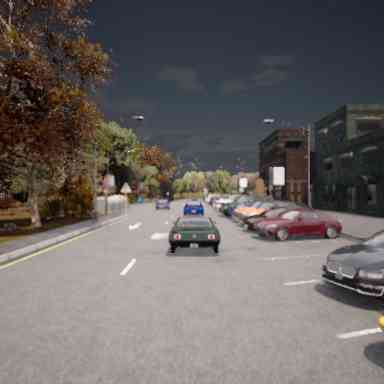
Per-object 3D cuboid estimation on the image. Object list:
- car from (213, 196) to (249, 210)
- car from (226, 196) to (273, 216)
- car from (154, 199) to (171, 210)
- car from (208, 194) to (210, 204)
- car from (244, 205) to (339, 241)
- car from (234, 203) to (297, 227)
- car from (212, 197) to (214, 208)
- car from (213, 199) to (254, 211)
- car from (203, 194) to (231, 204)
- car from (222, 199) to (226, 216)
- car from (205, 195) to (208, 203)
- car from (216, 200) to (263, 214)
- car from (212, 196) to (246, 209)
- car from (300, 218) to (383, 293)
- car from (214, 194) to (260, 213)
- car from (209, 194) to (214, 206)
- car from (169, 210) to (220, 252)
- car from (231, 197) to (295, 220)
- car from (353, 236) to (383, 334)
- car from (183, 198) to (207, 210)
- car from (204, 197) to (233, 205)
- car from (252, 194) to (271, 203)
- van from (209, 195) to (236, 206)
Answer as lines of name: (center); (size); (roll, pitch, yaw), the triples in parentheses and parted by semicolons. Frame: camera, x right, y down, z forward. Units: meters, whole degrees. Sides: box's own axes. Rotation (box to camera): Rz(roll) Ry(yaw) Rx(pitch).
car: (5.450, 1.539, 46.714); (4.553, 1.767, 2.185); (1, -1, -20)
car: (5.402, 1.438, 25.709); (4.553, 1.767, 2.185); (1, 0, -20)
car: (-3.963, 1.696, 45.310); (1.812, 1.442, 4.674); (0, 0, 0)
car: (5.558, 1.595, 55.732); (4.553, 1.767, 2.185); (1, 0, -20)
car: (5.334, 1.573, 16.696); (4.674, 1.452, 2.002); (1, 0, -20)
car: (5.315, 1.571, 19.688); (4.792, 1.488, 2.163); (1, 0, -20)
car: (5.242, 1.596, 34.641); (5.366, 1.575, 1.946); (1, 0, -20)
car: (5.440, 1.677, 43.699); (4.792, 1.488, 2.163); (1, 0, -20)
car: (5.589, 1.588, 73.773); (5.566, 2.045, 2.435); (1, -1, -20)
car: (5.380, 1.615, 28.705); (4.674, 1.452, 2.002); (1, -1, -20)
car: (5.528, 1.740, 58.734); (5.008, 1.535, 2.097); (1, -1, -20)
car: (5.404, 1.646, 37.698); (4.792, 1.488, 2.163); (1, 0, -20)
car: (5.465, 1.557, 49.715); (4.553, 1.767, 2.185); (1, -1, -20)
car: (5.318, 1.508, 7.695); (4.892, 1.521, 2.231); (1, 0, -20)
car: (5.390, 1.337, 31.684); (5.566, 2.045, 2.435); (1, 0, -20)
car: (5.426, 1.380, 40.701); (5.566, 2.045, 2.435); (1, 0, -20)
car: (0.103, 1.640, 14.107); (1.895, 1.301, 4.718); (0, 0, 0)
car: (5.388, 1.427, 22.708); (4.553, 1.767, 2.185); (1, 0, -20)
car: (5.133, 1.493, 4.631); (5.366, 1.575, 1.946); (1, 0, -20)
car: (0.165, 1.583, 32.346); (1.882, 1.535, 5.008); (0, 0, 0)
car: (5.384, 1.793, 67.679); (5.366, 1.575, 1.946); (1, 0, -20)
car: (18.596, 1.702, 89.731); (2.435, 2.045, 5.566); (0, 0, -21)
van: (5.657, 1.536, 61.781); (4.442, 1.987, 1.878); (1, -1, -20)
